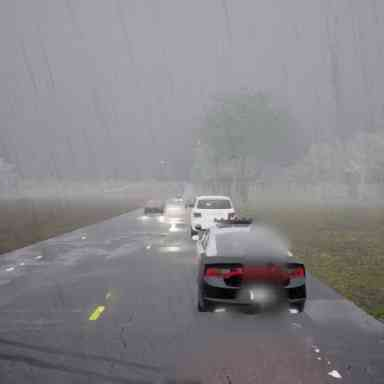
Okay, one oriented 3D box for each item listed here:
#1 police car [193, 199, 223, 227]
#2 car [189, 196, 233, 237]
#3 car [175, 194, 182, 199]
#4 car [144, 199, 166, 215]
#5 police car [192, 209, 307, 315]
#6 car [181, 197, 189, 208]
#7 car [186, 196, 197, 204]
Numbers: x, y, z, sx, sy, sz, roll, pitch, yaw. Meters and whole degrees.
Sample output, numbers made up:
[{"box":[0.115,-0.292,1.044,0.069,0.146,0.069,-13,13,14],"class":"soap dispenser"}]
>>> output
[{"box":[1.021,1.408,23.822,1.930,1.638,5.238,0,0,0],"class":"police car"},{"box":[1.029,1.213,17.740,2.150,2.045,5.566,0,0,0],"class":"car"},{"box":[-3.614,1.300,90.436,1.895,1.301,4.718,0,0,0],"class":"car"},{"box":[-3.643,1.444,33.344,1.882,1.535,5.008,0,0,0],"class":"car"},{"box":[1.041,1.421,7.820,1.930,1.638,5.238,0,0,0],"class":"police car"},{"box":[-0.015,1.481,45.582,2.033,1.411,5.357,0,0,1],"class":"car"},{"box":[-0.075,1.484,60.439,1.895,1.301,4.718,0,0,0],"class":"car"}]
